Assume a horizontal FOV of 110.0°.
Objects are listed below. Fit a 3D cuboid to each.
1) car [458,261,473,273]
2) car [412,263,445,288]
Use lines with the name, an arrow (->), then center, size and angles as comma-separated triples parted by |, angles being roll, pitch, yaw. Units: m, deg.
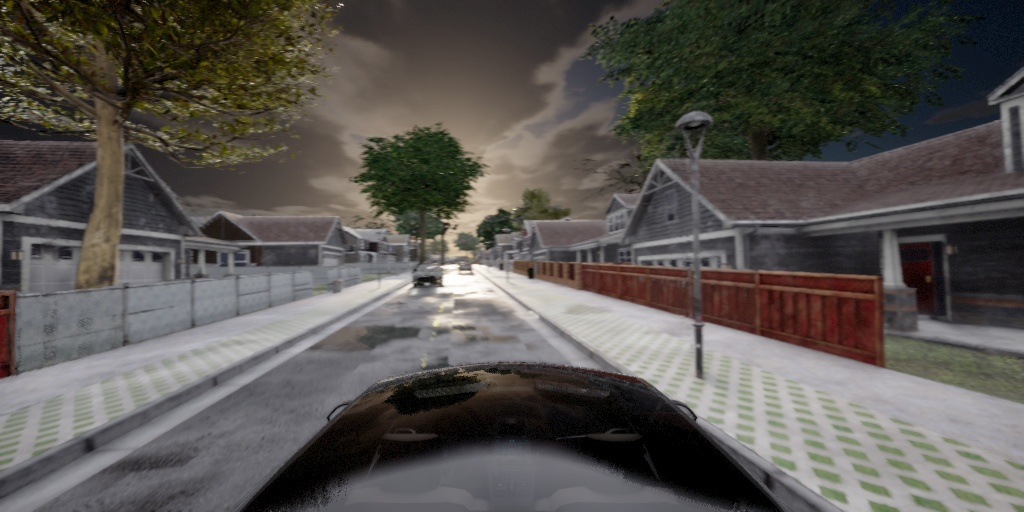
car -> -6.279, 1.513, 48.505 | 2.128, 1.511, 4.902 | -1, 0, -8
car -> -6.045, 1.300, 26.366 | 2.097, 1.767, 4.553 | -1, 0, -8
